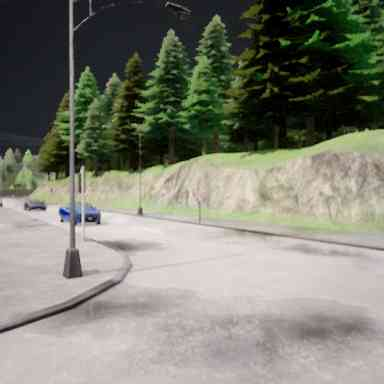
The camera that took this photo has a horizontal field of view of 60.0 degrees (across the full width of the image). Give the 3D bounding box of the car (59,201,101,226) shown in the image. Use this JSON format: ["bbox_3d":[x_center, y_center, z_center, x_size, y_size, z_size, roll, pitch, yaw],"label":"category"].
[{"bbox_3d":[-7.976,1.446,23.477,1.882,1.535,5.008,0,0,-34],"label":"car"}]

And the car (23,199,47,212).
[{"bbox_3d":[-18.175,1.512,38.365,2.033,1.411,5.357,0,0,-34],"label":"car"}]
